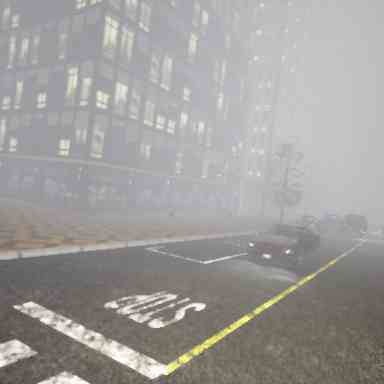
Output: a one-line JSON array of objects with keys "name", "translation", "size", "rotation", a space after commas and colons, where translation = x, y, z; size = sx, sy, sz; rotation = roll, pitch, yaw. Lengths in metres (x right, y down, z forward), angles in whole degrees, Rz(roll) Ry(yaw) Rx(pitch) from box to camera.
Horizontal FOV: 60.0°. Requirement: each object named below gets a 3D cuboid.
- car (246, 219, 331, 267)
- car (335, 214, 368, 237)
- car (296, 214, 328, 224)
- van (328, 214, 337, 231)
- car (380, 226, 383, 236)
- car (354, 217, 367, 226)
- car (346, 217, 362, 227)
[{"name": "car", "translation": [4.129, 2.084, 14.129], "size": [2.033, 1.411, 5.357], "rotation": [7, 0, 32]}, {"name": "car", "translation": [16.455, 3.322, 33.717], "size": [2.150, 2.045, 5.566], "rotation": [7, 0, 33]}, {"name": "car", "translation": [9.684, 2.693, 27.883], "size": [1.967, 1.590, 4.097], "rotation": [6, -1, 32]}, {"name": "van", "translation": [15.659, 3.351, 37.432], "size": [1.690, 1.788, 3.998], "rotation": [6, -1, 32]}, {"name": "car", "translation": [23.492, 4.505, 39.145], "size": [1.812, 1.442, 4.674], "rotation": [7, 0, 32]}, {"name": "car", "translation": [33.525, 5.840, 66.073], "size": [1.947, 1.339, 4.313], "rotation": [6, 0, 32]}, {"name": "car", "translation": [27.560, 5.101, 56.525], "size": [1.802, 1.307, 4.206], "rotation": [6, -1, 32]}]
